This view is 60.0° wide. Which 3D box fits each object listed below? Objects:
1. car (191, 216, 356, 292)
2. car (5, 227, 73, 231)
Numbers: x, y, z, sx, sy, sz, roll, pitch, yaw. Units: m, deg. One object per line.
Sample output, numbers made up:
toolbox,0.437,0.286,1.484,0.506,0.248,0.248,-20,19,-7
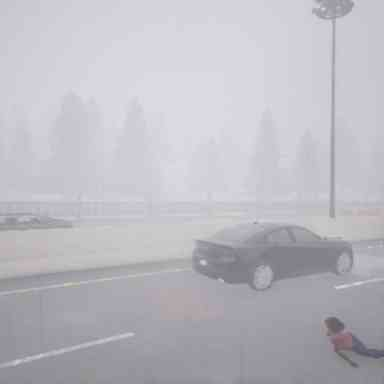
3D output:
car,2.372,1.560,9.182,5.008,1.535,1.882,1,-1,-31
car,-6.730,1.491,11.917,4.902,1.511,2.128,1,-1,-34
